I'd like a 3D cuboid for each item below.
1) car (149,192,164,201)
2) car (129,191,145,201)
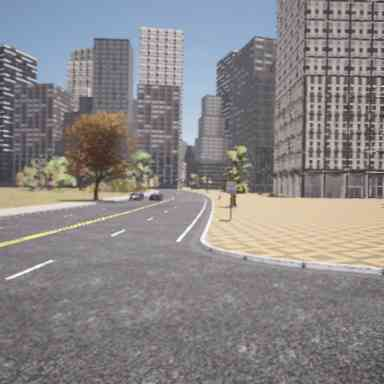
[{"bbox_3d":[-5.801,0.739,54.999,1.994,1.385,4.181,1,1,2],"label":"car"},{"bbox_3d":[-9.047,0.614,55.131,2.128,1.511,4.902,1,1,2],"label":"car"}]
